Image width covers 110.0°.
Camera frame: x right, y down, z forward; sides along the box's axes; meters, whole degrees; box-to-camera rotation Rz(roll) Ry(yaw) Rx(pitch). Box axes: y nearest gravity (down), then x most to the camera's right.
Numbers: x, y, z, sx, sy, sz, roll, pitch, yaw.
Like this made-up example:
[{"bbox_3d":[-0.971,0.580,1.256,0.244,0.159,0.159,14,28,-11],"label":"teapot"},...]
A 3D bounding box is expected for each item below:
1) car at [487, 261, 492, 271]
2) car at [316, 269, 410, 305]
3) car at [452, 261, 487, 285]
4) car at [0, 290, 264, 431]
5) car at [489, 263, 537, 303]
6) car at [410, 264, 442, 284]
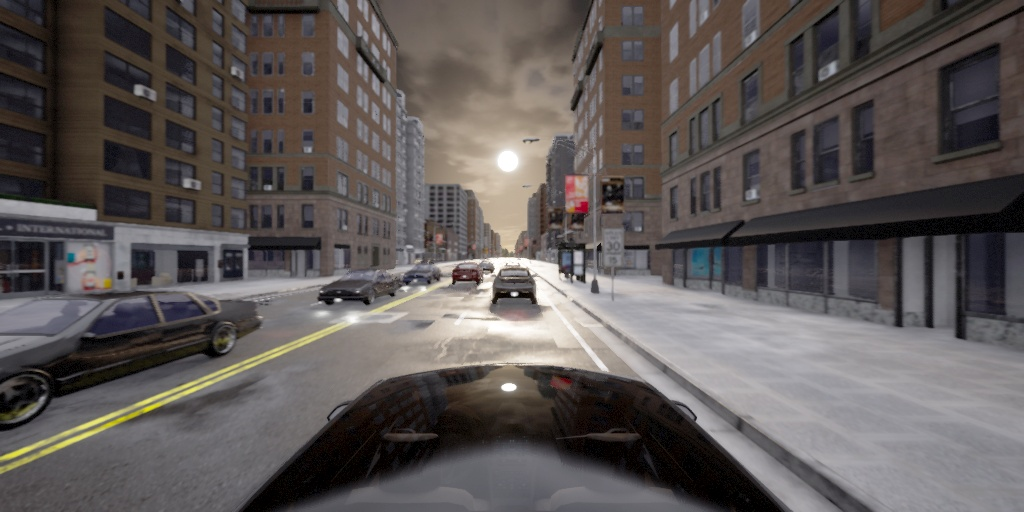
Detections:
[{"bbox_3d":[-3.185,1.296,44.330,1.994,1.385,4.181,0,0,0],"label":"car"},{"bbox_3d":[-6.577,1.290,16.264,2.033,1.411,5.357,0,0,1],"label":"car"},{"bbox_3d":[-3.151,1.215,26.256,1.882,1.535,5.008,0,0,0],"label":"car"},{"bbox_3d":[-6.599,1.296,5.812,2.033,1.411,5.357,0,0,0],"label":"car"},{"bbox_3d":[0.099,1.246,16.488,1.837,1.490,4.892,0,0,0],"label":"car"},{"bbox_3d":[-6.502,1.285,26.763,2.033,1.411,5.357,0,0,0],"label":"car"}]
